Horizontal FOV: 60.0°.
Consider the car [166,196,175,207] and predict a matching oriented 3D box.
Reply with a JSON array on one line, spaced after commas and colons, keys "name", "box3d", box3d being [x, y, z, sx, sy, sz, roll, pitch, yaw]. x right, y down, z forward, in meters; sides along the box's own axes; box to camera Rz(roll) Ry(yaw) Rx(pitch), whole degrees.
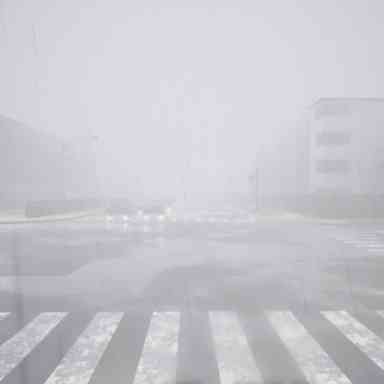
[{"name": "car", "box3d": [-3.902, 1.475, 50.158, 2.128, 1.511, 4.902, 0, 0, -1]}]

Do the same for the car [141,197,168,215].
[{"name": "car", "box3d": [-3.752, 1.514, 34.095, 1.812, 1.442, 4.674, 0, 0, 0]}]

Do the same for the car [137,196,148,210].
[{"name": "car", "box3d": [-7.224, 1.511, 42.757, 1.812, 1.442, 4.674, 0, 0, -1]}]

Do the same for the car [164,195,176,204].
[{"name": "car", "box3d": [-4.512, 1.482, 67.661, 1.882, 1.535, 5.008, 0, 0, -10]}]

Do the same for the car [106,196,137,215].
[{"name": "car", "box3d": [-7.247, 1.340, 33.828, 2.097, 1.767, 4.553, 0, 0, 0]}]
